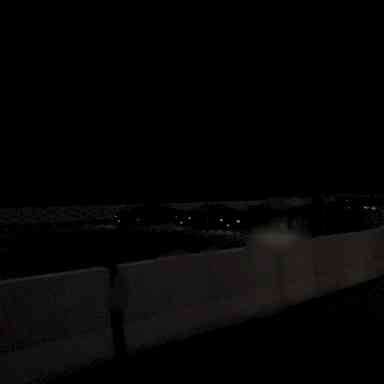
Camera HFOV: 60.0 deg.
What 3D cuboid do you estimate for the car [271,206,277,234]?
[{"bbox_3d":[6.084,1.549,17.998,4.181,1.385,1.994,0,0,-41],"label":"car"}]

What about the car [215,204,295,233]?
[{"bbox_3d":[4.088,1.537,20.827,5.357,1.411,2.033,0,0,-41],"label":"car"}]

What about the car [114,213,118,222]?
[{"bbox_3d":[-2.892,1.553,24.070,5.357,1.411,2.033,0,0,-40],"label":"car"}]
